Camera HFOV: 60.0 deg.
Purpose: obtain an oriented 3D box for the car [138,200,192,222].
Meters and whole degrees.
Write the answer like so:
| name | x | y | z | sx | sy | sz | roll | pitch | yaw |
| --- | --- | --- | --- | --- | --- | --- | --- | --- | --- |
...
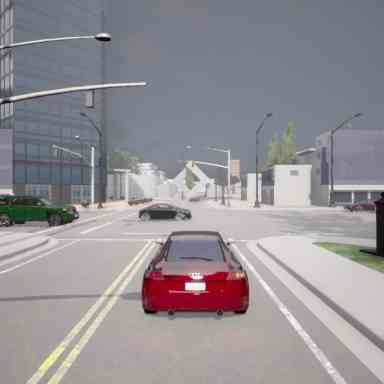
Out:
| name | x | y | z | sx | sy | sz | roll | pitch | yaw |
| --- | --- | --- | --- | --- | --- | --- | --- | --- | --- |
| car | -2.140 | 1.580 | 26.184 | 4.181 | 1.385 | 1.994 | 0 | 0 | 0 |

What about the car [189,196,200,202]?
| name | x | y | z | sx | sy | sz | roll | pitch | yaw |
| --- | --- | --- | --- | --- | --- | --- | --- | --- | --- |
| car | 0.688 | 1.595 | 76.964 | 1.895 | 1.301 | 4.718 | 0 | 0 | 12 |

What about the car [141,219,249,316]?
| name | x | y | z | sx | sy | sz | roll | pitch | yaw |
| --- | --- | --- | --- | --- | --- | --- | --- | --- | --- |
| car | 0.070 | 1.564 | 7.623 | 1.994 | 1.385 | 4.181 | 0 | 0 | 0 |

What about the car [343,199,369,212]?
| name | x | y | z | sx | sy | sz | roll | pitch | yaw |
| --- | --- | --- | --- | --- | --- | --- | --- | --- | --- |
| car | 19.846 | 1.502 | 37.070 | 5.357 | 1.411 | 2.033 | 0 | 0 | -1 |

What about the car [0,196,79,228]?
| name | x | y | z | sx | sy | sz | roll | pitch | yaw |
| --- | --- | --- | --- | --- | --- | --- | --- | --- | --- |
| car | -10.646 | 1.279 | 22.589 | 5.566 | 2.045 | 2.150 | -1 | 0 | 0 |

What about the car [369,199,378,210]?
| name | x | y | z | sx | sy | sz | roll | pitch | yaw |
| --- | --- | --- | --- | --- | --- | --- | --- | --- | --- |
| car | 21.522 | 1.167 | 33.567 | 5.566 | 2.045 | 2.150 | 0 | 0 | 0 |
